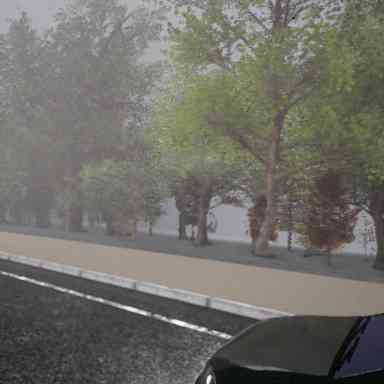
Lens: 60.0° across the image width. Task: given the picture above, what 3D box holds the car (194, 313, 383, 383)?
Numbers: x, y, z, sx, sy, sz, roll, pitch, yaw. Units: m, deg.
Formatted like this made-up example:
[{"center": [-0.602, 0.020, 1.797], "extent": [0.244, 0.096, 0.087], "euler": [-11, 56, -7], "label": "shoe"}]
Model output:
[{"center": [2.010, 1.563, 2.250], "extent": [4.181, 1.385, 1.994], "euler": [0, 0, 36], "label": "car"}]
